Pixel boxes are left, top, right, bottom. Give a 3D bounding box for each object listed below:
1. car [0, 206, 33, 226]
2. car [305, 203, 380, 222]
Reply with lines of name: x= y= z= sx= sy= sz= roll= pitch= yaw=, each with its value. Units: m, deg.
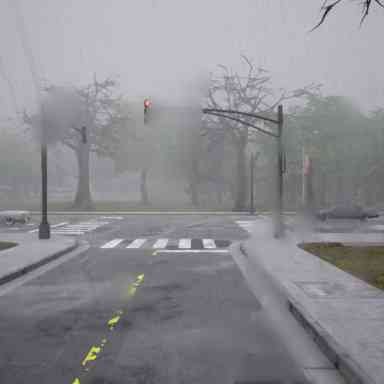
car: x=-13.643 y=1.589 z=22.932 sx=4.718 sy=1.301 sz=1.895 roll=0 pitch=0 yaw=0
car: x=11.836 y=1.563 z=26.363 sx=5.357 sy=1.411 sz=2.033 roll=0 pitch=0 yaw=0
